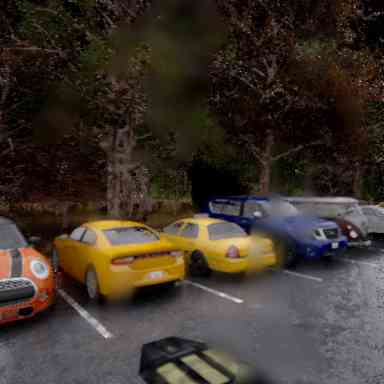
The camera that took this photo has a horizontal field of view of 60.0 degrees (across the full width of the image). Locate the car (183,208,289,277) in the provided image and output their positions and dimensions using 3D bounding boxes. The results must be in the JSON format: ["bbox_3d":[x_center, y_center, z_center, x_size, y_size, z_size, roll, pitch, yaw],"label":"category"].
[{"bbox_3d":[0.127,1.452,10.379,1.946,1.575,5.366,0,0,-36],"label":"car"}]

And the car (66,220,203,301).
[{"bbox_3d":[-2.130,1.470,8.535,2.097,1.535,5.008,0,0,-36],"label":"car"}]

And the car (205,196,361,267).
[{"bbox_3d":[2.517,1.189,11.822,2.435,2.045,5.566,0,0,-36],"label":"car"}]

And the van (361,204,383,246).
[{"bbox_3d":[4.836,1.200,13.368,1.878,1.987,4.442,0,0,-36],"label":"van"}]

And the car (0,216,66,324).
[{"bbox_3d":[-4.419,1.354,6.947,2.185,1.767,4.553,0,0,-36],"label":"car"}]
